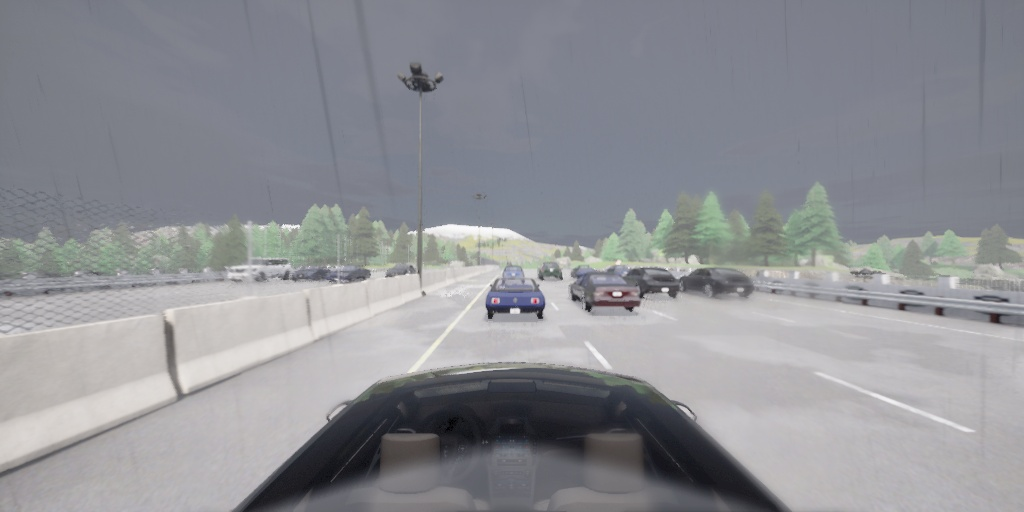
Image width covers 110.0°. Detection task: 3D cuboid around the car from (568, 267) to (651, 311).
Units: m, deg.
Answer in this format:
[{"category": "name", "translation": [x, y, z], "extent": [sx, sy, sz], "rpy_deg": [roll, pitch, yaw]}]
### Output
[{"category": "car", "translation": [3.603, 1.365, 14.791], "extent": [2.033, 1.411, 5.357], "rpy_deg": [0, 0, 0]}]

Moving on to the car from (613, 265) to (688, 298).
[{"category": "car", "translation": [7.104, 1.346, 19.048], "extent": [1.837, 1.490, 4.892], "rpy_deg": [0, 0, 0]}]

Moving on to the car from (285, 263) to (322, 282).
[{"category": "car", "translation": [-17.589, 1.526, 31.828], "extent": [1.994, 1.385, 4.181], "rpy_deg": [0, -1, 0]}]

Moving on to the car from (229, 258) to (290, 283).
[{"category": "car", "translation": [-21.093, 1.163, 30.475], "extent": [2.150, 2.045, 5.566], "rpy_deg": [0, 0, 0]}]

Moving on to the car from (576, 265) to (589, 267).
[{"category": "car", "translation": [7.106, 1.584, 35.789], "extent": [1.994, 1.385, 4.181], "rpy_deg": [0, -1, 0]}]

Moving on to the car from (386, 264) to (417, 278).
[{"category": "car", "translation": [-10.588, 1.507, 34.637], "extent": [1.837, 1.490, 4.892], "rpy_deg": [0, -1, 0]}]

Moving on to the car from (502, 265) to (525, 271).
[{"category": "car", "translation": [0.106, 1.484, 29.750], "extent": [2.033, 1.411, 5.357], "rpy_deg": [0, -1, 0]}]

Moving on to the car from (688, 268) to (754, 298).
[{"category": "car", "translation": [10.604, 1.346, 19.064], "extent": [1.837, 1.490, 4.892], "rpy_deg": [0, 0, 0]}]

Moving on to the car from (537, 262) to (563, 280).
[{"category": "car", "translation": [3.606, 1.357, 34.851], "extent": [2.097, 1.767, 4.553], "rpy_deg": [0, -1, 0]}]

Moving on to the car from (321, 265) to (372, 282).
[{"category": "car", "translation": [-14.094, 1.504, 31.427], "extent": [2.033, 1.411, 5.357], "rpy_deg": [0, -1, 0]}]

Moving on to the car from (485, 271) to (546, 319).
[{"category": "car", "translation": [0.103, 1.410, 13.162], "extent": [1.895, 1.301, 4.718], "rpy_deg": [0, 0, 0]}]
